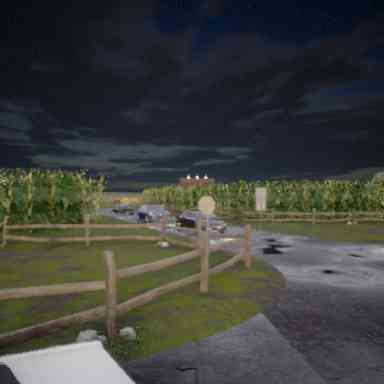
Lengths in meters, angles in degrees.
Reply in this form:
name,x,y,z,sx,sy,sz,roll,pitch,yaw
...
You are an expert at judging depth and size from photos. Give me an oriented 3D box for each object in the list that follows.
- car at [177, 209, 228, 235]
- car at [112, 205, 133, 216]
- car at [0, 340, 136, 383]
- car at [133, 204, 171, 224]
name,x,y,z,sx,sy,sz,roll,pitch,yaw
car,0.533,1.898,21.469,1.837,1.490,4.892,0,-1,-25
car,-8.685,2.316,42.001,1.895,1.301,4.718,0,-1,-25
car,-2.333,1.582,1.214,4.718,1.301,1.895,1,-1,-34
car,-3.530,1.887,30.514,2.097,1.767,4.553,0,-1,-24
